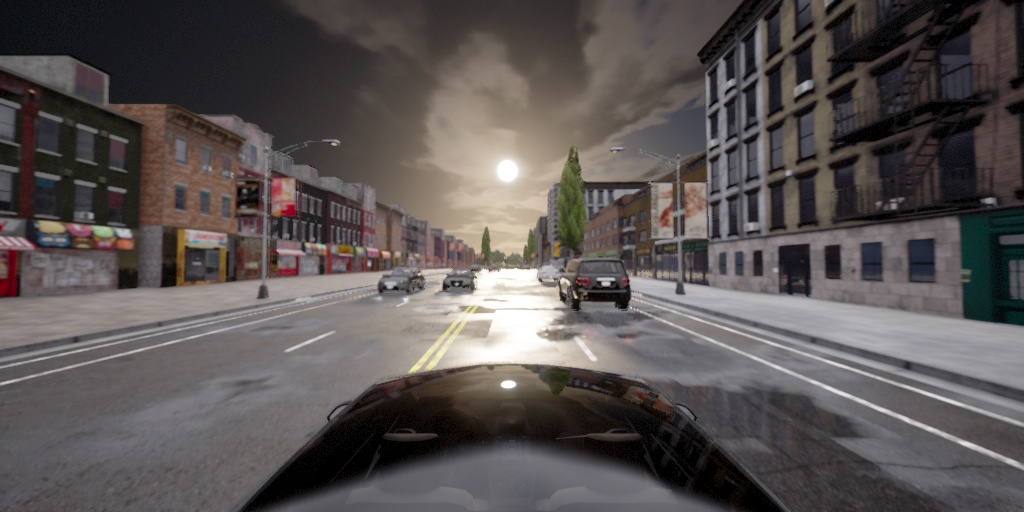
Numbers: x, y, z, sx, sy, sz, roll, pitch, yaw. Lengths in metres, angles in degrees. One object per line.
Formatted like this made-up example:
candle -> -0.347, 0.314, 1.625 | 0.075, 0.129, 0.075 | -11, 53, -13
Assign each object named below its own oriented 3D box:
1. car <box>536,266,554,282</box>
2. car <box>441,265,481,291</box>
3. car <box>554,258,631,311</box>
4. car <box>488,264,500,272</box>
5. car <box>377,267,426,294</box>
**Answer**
car -> 3.348, 1.612, 33.033 | 1.812, 1.442, 4.674 | 0, -1, 0
car -> -3.352, 1.532, 23.732 | 1.994, 1.385, 4.181 | 0, -1, 0
car -> 3.348, 1.100, 15.445 | 2.150, 2.045, 5.566 | 0, -1, 0
car -> -3.272, 2.208, 65.299 | 1.994, 1.385, 4.181 | 0, -1, 1
car -> -6.601, 1.439, 21.877 | 2.128, 1.511, 4.902 | 0, -1, 0
